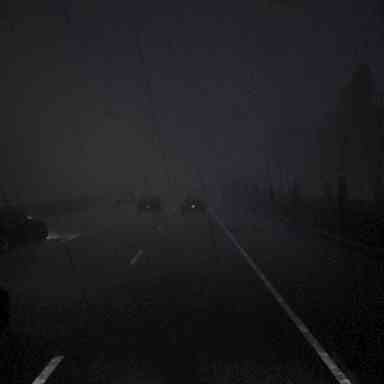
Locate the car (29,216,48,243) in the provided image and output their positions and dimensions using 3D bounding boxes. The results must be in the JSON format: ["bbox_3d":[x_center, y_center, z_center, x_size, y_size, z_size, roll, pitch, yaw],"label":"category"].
[{"bbox_3d":[-6.903,1.351,11.959,1.994,1.385,4.181,0,1,0],"label":"car"}]

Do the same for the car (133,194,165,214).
[{"bbox_3d":[-3.407,0.979,28.208,1.882,1.535,5.008,0,1,0],"label":"car"}]

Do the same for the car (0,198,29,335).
[{"bbox_3d":[-3.401,1.185,1.877,2.150,2.045,5.566,0,1,0],"label":"car"}]

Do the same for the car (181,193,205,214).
[{"bbox_3d":[0.093,1.068,28.058,1.994,1.385,4.181,0,1,0],"label":"car"}]

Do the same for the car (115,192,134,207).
[{"bbox_3d":[-6.909,0.784,35.794,2.128,1.511,4.902,0,2,0],"label":"car"}]

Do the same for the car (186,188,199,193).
[{"bbox_3d":[0.088,0.122,47.783,1.895,1.301,4.718,0,5,0],"label":"car"}]
